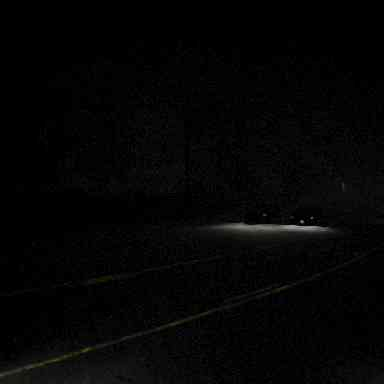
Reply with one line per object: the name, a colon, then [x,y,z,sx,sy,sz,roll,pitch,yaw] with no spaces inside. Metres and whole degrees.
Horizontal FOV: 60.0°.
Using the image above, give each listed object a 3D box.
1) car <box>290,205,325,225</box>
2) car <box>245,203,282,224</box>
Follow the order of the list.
car: [9.100,1.734,25.893,2.033,1.411,5.357,-1,-1,30]
car: [5.992,1.715,27.547,1.882,1.535,5.008,-1,-1,30]
